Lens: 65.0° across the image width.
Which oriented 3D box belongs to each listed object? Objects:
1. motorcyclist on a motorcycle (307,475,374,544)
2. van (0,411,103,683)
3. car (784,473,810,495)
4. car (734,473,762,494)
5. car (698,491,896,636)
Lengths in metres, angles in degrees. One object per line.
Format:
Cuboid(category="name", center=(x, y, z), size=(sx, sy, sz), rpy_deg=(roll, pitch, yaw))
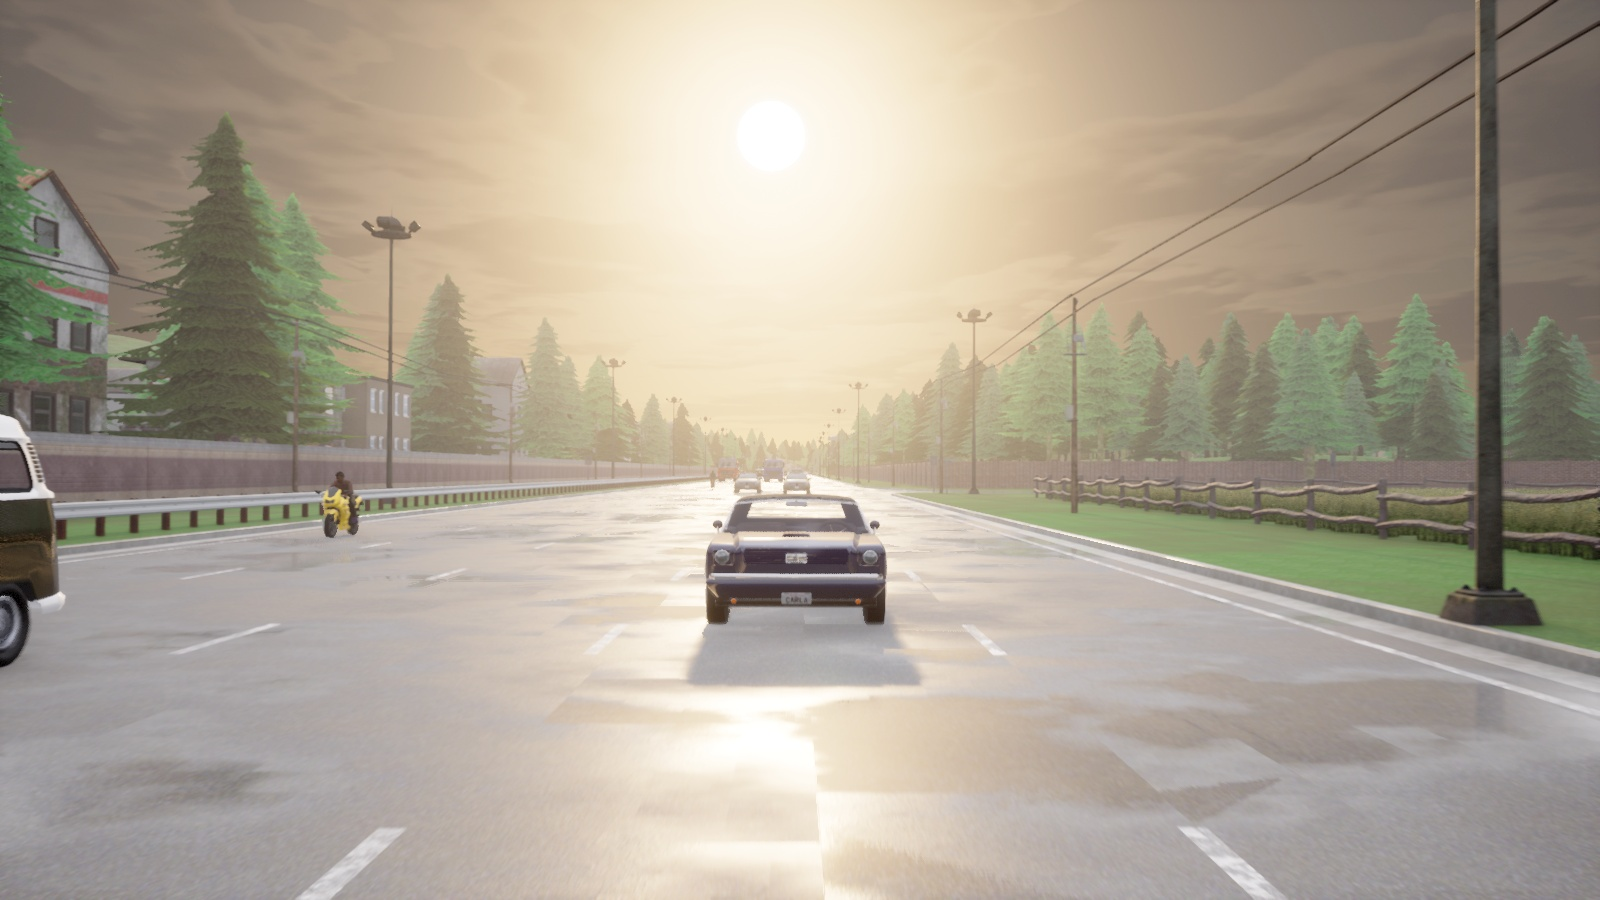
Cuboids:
Cuboid(category="motorcyclist on a motorcycle", center=(-10.570, 1.337, 28.932), size=(0.797, 1.523, 2.044), rpy_deg=(0, -1, 0))
Cuboid(category="van", center=(-7.022, 0.714, 8.537), size=(2.069, 2.038, 4.480), rpy_deg=(0, -1, 0))
Cuboid(category="car", center=(-0.210, 2.345, 87.504), size=(1.812, 1.442, 4.674), rpy_deg=(0, -1, 0))
Cuboid(category="car", center=(-3.717, 2.407, 90.301), size=(1.812, 1.442, 4.674), rpy_deg=(0, -1, 0))
Cuboid(category="car", center=(-0.034, 1.163, 14.373), size=(1.895, 1.301, 4.718), rpy_deg=(0, -1, 0))
